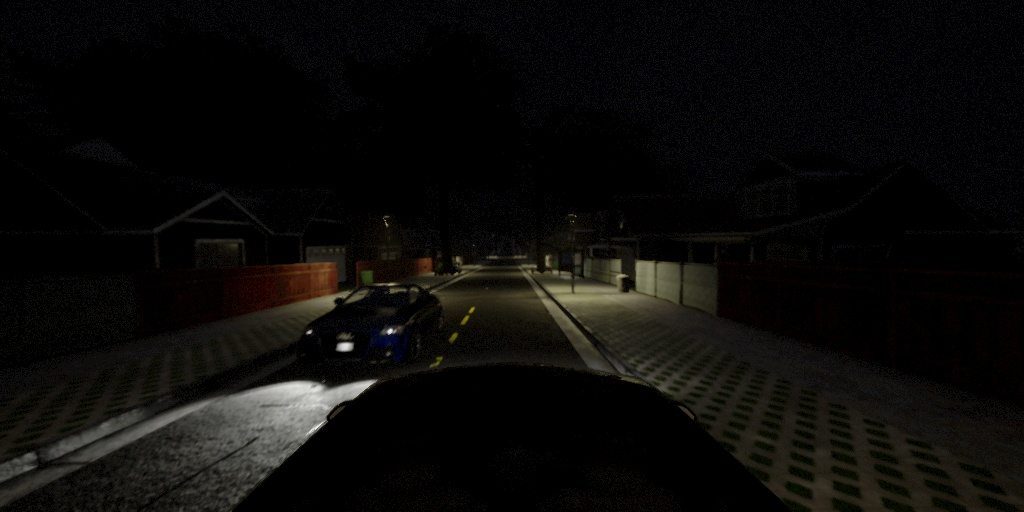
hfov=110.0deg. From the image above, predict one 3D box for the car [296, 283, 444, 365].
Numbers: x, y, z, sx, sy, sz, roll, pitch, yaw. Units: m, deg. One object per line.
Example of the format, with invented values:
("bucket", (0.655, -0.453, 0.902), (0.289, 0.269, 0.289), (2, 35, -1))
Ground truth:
("car", (-2.803, 1.318, 7.981), (1.994, 1.385, 4.181), (-1, 0, 0))
